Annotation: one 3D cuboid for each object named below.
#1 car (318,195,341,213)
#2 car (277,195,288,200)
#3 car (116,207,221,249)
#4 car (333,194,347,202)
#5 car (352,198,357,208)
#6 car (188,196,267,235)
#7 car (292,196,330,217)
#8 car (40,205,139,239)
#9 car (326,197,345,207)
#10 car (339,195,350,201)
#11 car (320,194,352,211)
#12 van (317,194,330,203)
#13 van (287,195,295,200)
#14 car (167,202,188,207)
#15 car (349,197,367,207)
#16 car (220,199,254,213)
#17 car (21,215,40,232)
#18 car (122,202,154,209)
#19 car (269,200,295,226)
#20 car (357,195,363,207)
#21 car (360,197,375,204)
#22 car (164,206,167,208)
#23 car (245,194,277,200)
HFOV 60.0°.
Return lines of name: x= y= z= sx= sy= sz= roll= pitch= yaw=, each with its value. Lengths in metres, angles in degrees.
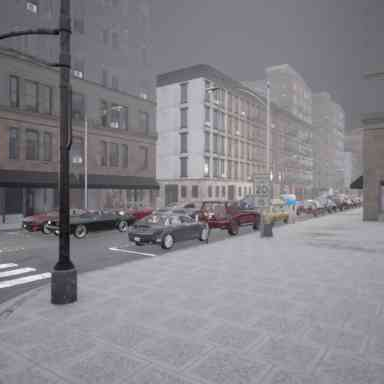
car: x=14.708 y=1.472 z=36.677 sx=1.967 sy=1.590 sz=4.097 roll=0 pitch=0 yaw=35
car: x=11.160 y=1.520 z=45.580 sx=1.752 sy=1.417 sz=4.829 roll=0 pitch=0 yaw=35
car: x=-0.855 y=1.574 z=14.557 sx=2.008 sy=1.369 sz=4.403 roll=0 pitch=0 yaw=35
car: x=36.161 y=1.324 z=81.113 sx=2.192 sy=1.841 sz=5.009 roll=0 pitch=0 yaw=35
car: x=20.933 y=1.619 z=45.526 sx=1.802 sy=1.307 sz=4.206 roll=0 pitch=0 yaw=35
car: x=2.259 y=1.340 z=18.981 sx=2.192 sy=1.841 sz=5.009 roll=0 pitch=0 yaw=35
car: x=11.596 y=1.471 z=32.253 sx=1.967 sy=1.590 sz=4.097 roll=0 pitch=0 yaw=35
car: x=-5.274 y=1.597 z=17.812 sx=1.895 sy=1.301 sz=4.718 roll=0 pitch=0 yaw=33
car: x=22.599 y=1.532 z=52.299 sx=1.837 sy=1.490 sz=4.892 roll=0 pitch=0 yaw=35
car: x=39.272 y=1.554 z=85.537 sx=1.887 sy=1.381 sz=4.507 roll=0 pitch=0 yaw=35
car: x=17.822 y=1.350 z=41.101 sx=2.192 sy=1.841 sz=5.009 roll=0 pitch=0 yaw=35
van: x=26.822 y=1.347 z=67.840 sx=1.690 sy=1.788 sz=3.998 roll=0 pitch=0 yaw=35
van: x=14.371 y=1.338 z=50.143 sx=1.690 sy=1.788 sz=3.998 roll=0 pitch=0 yaw=35
car: x=0.490 y=1.504 z=26.008 sx=1.837 sy=1.490 sz=4.892 roll=0 pitch=0 yaw=35
car: x=27.159 y=1.592 z=54.374 sx=2.008 sy=1.369 sz=4.403 roll=0 pitch=0 yaw=35
car: x=5.033 y=1.535 z=36.872 sx=1.887 sy=1.381 sz=4.507 roll=0 pitch=0 yaw=35
car: x=-7.418 y=1.528 z=19.175 sx=1.887 sy=1.381 sz=4.507 roll=0 pitch=0 yaw=35
car: x=-4.305 y=1.425 z=23.599 sx=1.967 sy=1.590 sz=4.097 roll=0 pitch=0 yaw=35
car: x=5.468 y=1.552 z=23.545 sx=1.752 sy=1.417 sz=4.829 roll=0 pitch=0 yaw=35
car: x=24.046 y=1.605 z=49.950 sx=1.947 sy=1.339 sz=4.313 roll=0 pitch=0 yaw=35
car: x=33.385 y=1.612 z=63.223 sx=1.947 sy=1.339 sz=4.313 roll=0 pitch=0 yaw=35
car: x=-1.193 y=1.537 z=28.024 sx=2.008 sy=1.369 sz=4.403 roll=0 pitch=0 yaw=35
car: x=6.467 y=1.224 z=34.476 sx=2.150 sy=2.045 sz=5.566 roll=0 pitch=0 yaw=35
